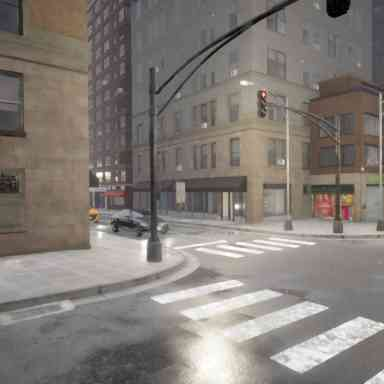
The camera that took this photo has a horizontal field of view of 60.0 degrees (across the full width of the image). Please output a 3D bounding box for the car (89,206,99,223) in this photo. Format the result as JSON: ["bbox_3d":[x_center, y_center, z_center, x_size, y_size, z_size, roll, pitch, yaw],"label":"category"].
[{"bbox_3d":[-9.309,1.736,27.514,1.882,1.535,5.008,-1,0,-37],"label":"car"}]

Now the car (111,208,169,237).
[{"bbox_3d":[-3.198,1.694,19.496,1.812,1.442,4.674,-1,0,-38],"label":"car"}]
